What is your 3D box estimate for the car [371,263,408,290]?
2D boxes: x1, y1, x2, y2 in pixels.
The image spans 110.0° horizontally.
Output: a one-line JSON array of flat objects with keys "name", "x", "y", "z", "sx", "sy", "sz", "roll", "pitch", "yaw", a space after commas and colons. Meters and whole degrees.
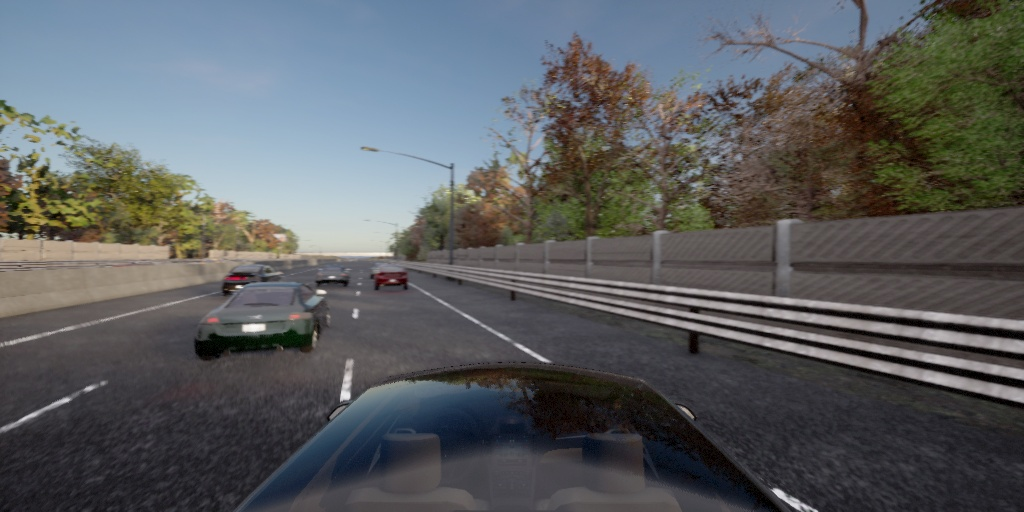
[{"name": "car", "x": -7.858, "y": 1.287, "z": 23.166, "sx": 1.882, "sy": 1.535, "sz": 5.008, "roll": 1, "pitch": -1, "yaw": -22}]

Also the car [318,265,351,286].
[{"name": "car", "x": -12.397, "y": 1.343, "z": 25.024, "sx": 1.994, "sy": 1.385, "sz": 4.181, "roll": 1, "pitch": 0, "yaw": -23}]

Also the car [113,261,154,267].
[{"name": "car", "x": -41.255, "y": 1.229, "z": 39.399, "sx": 1.895, "sy": 1.301, "sz": 4.718, "roll": 1, "pitch": 0, "yaw": -22}]

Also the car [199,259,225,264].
[{"name": "car", "x": -41.710, "y": 1.197, "z": 49.785, "sx": 1.882, "sy": 1.535, "sz": 5.008, "roll": 1, "pitch": 0, "yaw": -23}]

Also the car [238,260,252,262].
[{"name": "car", "x": -38.637, "y": 1.273, "z": 51.510, "sx": 2.128, "sy": 1.511, "sz": 4.902, "roll": 1, "pitch": 0, "yaw": -23}]

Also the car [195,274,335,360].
[{"name": "car", "x": -5.552, "y": 1.304, "z": 8.505, "sx": 1.994, "sy": 1.385, "sz": 4.181, "roll": 1, "pitch": 0, "yaw": -23}]

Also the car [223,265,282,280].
[{"name": "car", "x": -13.791, "y": 1.234, "z": 19.246, "sx": 1.837, "sy": 1.490, "sz": 4.892, "roll": 1, "pitch": 0, "yaw": -23}]
